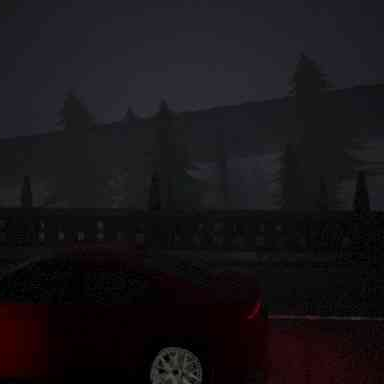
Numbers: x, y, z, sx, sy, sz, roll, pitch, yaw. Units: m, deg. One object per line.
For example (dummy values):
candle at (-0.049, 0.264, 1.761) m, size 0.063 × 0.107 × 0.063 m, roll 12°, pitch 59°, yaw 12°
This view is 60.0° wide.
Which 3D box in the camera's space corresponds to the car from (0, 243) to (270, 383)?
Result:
car at (-1.529, 1.470, 4.485) m, size 5.008 × 1.535 × 1.882 m, roll 0°, pitch 0°, yaw 4°
